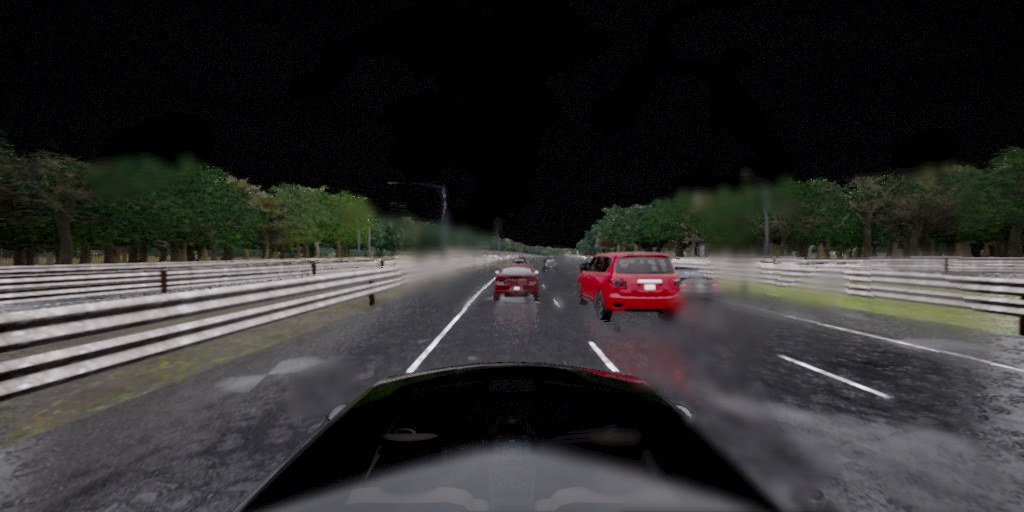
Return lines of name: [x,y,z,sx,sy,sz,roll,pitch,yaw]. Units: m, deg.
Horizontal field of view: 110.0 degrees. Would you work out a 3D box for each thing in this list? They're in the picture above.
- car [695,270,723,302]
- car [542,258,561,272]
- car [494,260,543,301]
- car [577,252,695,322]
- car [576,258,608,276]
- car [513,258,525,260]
car: [7.217,1.192,16.112,2.033,1.411,5.357,0,0,1]
car: [4.321,0.995,40.047,1.812,1.442,4.674,0,0,2]
car: [0.225,1.114,16.662,1.882,1.535,5.008,0,0,1]
car: [3.665,0.894,12.137,2.150,2.045,5.566,0,0,1]
car: [7.643,1.001,34.699,2.128,1.511,4.902,0,0,2]
car: [0.818,0.971,39.987,1.837,1.490,4.892,0,0,2]
